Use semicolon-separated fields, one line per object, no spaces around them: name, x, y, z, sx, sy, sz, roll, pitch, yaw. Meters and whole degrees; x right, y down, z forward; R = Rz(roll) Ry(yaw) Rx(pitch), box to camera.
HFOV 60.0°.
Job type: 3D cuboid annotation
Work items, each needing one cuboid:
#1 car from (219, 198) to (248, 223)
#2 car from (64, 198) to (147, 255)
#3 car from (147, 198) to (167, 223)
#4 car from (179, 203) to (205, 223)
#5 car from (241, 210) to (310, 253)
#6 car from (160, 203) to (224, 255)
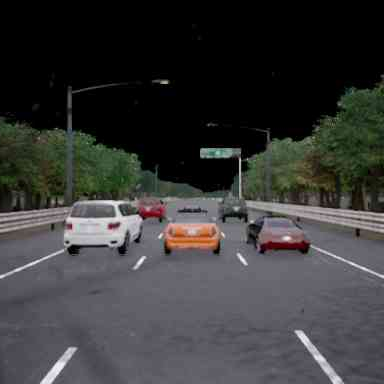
car;3.525;1.508;29.025;2.150;2.045;5.566;0;0;0
car;-3.488;1.353;14.033;2.150;2.045;5.566;0;0;0
car;-3.475;1.507;29.012;2.150;2.045;5.566;0;0;0
car;0.028;1.786;29.292;2.128;1.511;4.902;0;0;0
car;3.515;1.704;14.295;1.994;1.385;4.181;0;-1;0
car;0.013;1.487;14.082;2.097;1.767;4.553;0;-1;0
